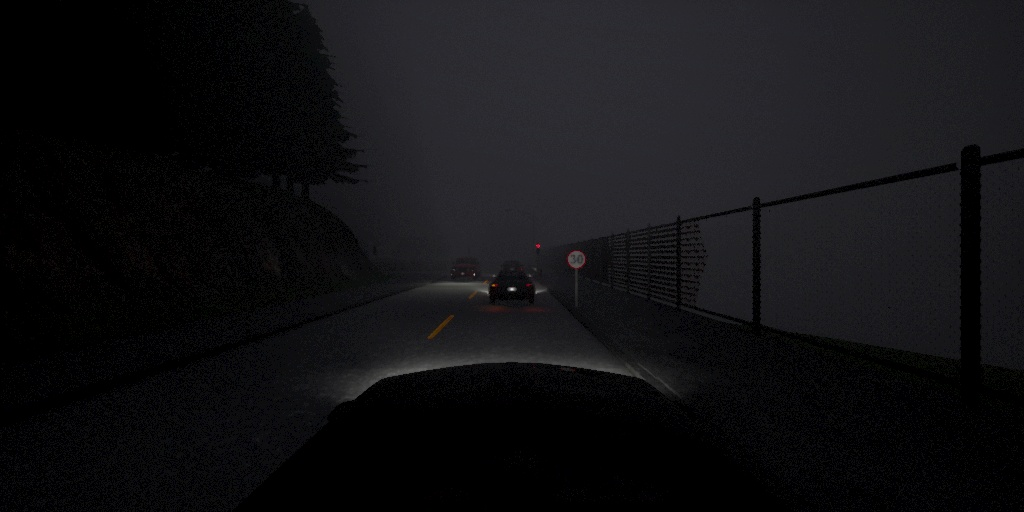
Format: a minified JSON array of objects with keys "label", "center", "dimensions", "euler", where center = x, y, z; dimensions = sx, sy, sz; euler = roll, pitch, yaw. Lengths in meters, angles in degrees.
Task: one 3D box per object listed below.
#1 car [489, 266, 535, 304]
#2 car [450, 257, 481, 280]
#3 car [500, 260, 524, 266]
[{"label":"car","center":[0.000,1.321,16.500],"dimensions":[1.994,1.385,4.181],"euler":[0,0,0]},{"label":"car","center":[-4.000,1.076,31.830],"dimensions":[2.150,2.045,5.566],"euler":[0,0,0]},{"label":"car","center":[0.000,1.115,31.470],"dimensions":[2.097,1.767,4.553],"euler":[0,0,0]}]
